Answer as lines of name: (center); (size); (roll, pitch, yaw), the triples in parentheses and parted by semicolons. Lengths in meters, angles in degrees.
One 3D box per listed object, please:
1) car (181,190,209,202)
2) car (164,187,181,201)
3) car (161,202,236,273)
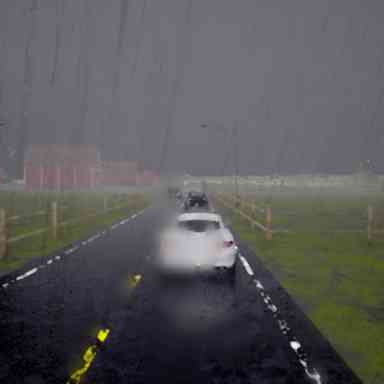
car: (0.408, 0.703, 28.040); (2.128, 1.511, 4.902); (0, 2, 1)
car: (-2.341, 0.154, 42.858); (2.097, 1.767, 4.553); (0, 2, 1)
car: (0.182, 1.253, 9.549); (1.812, 1.442, 4.674); (0, 2, 1)
